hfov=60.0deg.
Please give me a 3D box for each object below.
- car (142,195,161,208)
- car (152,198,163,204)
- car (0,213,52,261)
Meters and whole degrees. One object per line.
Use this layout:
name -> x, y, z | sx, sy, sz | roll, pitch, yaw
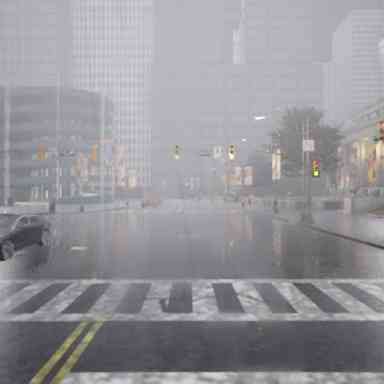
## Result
car -> -7.047, 1.567, 55.824 | 2.150, 2.045, 5.566 | 0, 0, 0
car -> -7.875, 2.020, 75.476 | 1.994, 1.385, 4.181 | 0, 0, -10
car -> -7.086, 1.571, 12.713 | 2.128, 1.511, 4.902 | 0, 0, 0
